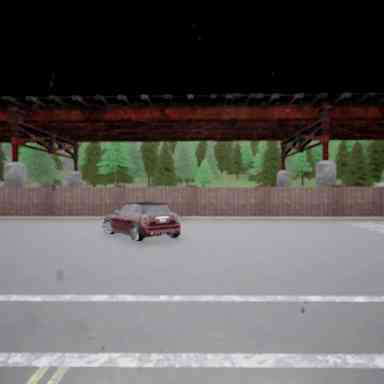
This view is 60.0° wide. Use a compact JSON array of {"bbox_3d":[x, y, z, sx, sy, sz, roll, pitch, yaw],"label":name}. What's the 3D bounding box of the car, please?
[{"bbox_3d":[-2.545,1.247,16.063,2.097,1.767,4.553,-1,1,-36],"label":"car"}]
